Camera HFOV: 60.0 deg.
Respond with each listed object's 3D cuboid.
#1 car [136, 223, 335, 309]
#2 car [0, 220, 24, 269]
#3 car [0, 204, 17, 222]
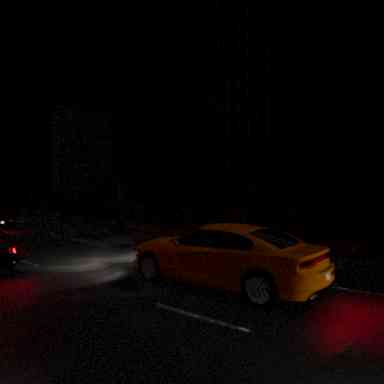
[{"bbox_3d":[0.746,1.498,8.067,5.008,1.535,1.882,0,0,39],"label":"car"},{"bbox_3d":[-6.966,1.631,10.179,4.718,1.301,1.895,0,0,43],"label":"car"},{"bbox_3d":[-12.935,1.579,21.872,1.837,1.490,4.892,0,0,-40],"label":"car"}]
